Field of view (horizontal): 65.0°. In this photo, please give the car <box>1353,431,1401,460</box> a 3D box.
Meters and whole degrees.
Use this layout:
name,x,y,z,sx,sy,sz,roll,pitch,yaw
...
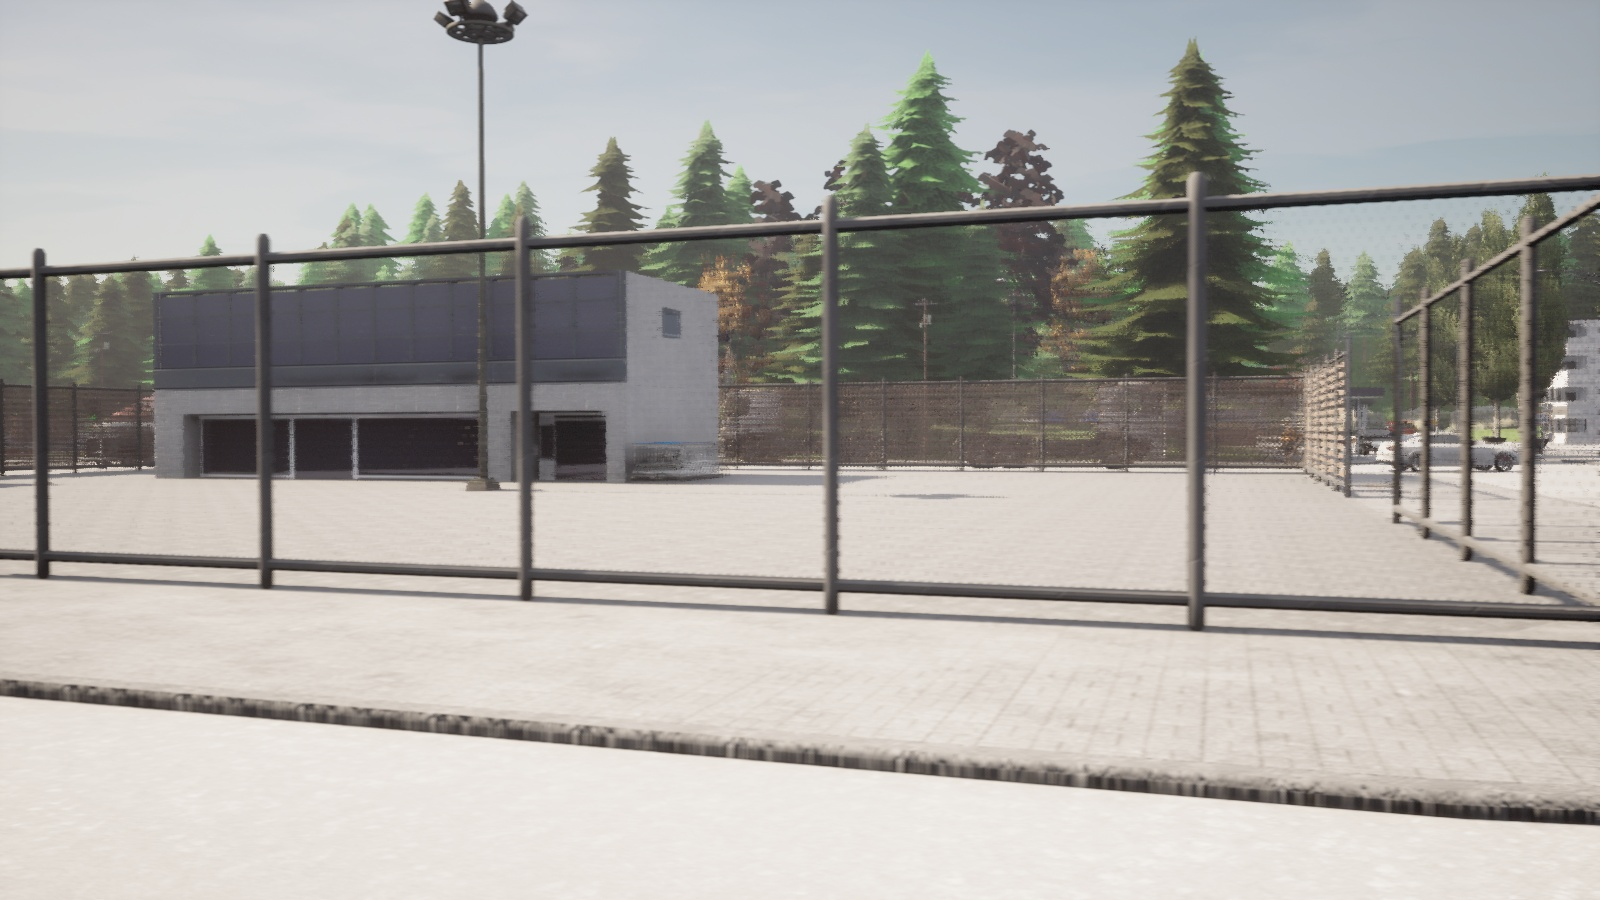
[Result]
name,x,y,z,sx,sy,sz,roll,pitch,yaw
car,33.422,-0.285,72.816,2.033,1.649,4.856,1,1,19

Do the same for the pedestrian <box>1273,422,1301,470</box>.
name,x,y,z,sx,sy,sz,roll,pitch,yaw
pedestrian,19.103,-0.154,49.263,0.874,1.855,0.900,0,1,11

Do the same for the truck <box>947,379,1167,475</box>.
name,x,y,z,sx,sy,sz,roll,pitch,yaw
truck,9.869,-0.891,48.194,7.936,3.462,2.891,1,1,19

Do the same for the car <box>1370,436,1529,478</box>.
name,x,y,z,sx,sy,sz,roll,pitch,yaw
car,22.997,0.224,44.586,4.674,1.442,1.812,0,1,5

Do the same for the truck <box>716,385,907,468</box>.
name,x,y,z,sx,sy,sz,roll,pitch,yaw
truck,0.512,-1.044,55.559,7.936,3.462,2.891,1,1,19

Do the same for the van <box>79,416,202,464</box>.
name,x,y,z,sx,sy,sz,roll,pitch,yaw
van,-28.867,-0.442,55.112,2.069,2.038,4.480,0,1,22
